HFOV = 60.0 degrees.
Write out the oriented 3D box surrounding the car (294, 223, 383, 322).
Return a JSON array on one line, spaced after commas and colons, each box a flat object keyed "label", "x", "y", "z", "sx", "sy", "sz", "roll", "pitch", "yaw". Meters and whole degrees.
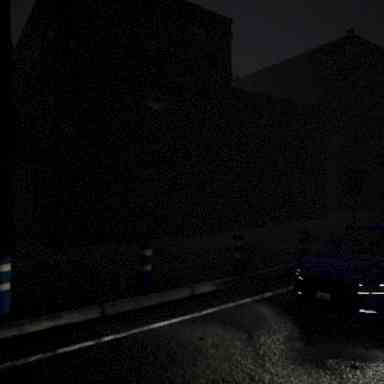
[{"label": "car", "x": 4.221, "y": 1.420, "z": 7.004, "sx": 5.008, "sy": 1.535, "sz": 1.882, "roll": -1, "pitch": 1, "yaw": -35}]
